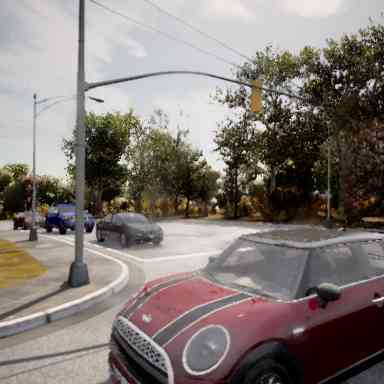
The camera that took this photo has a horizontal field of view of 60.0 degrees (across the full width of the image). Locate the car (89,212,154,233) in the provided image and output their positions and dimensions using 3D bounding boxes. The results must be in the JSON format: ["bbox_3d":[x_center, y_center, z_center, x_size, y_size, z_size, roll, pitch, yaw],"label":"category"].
[{"bbox_3d":[-3.202,1.787,16.450,1.837,1.490,4.892,1,-2,-37],"label":"car"}]

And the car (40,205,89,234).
[{"bbox_3d":[-9.101,1.940,24.432,2.150,2.045,5.566,1,-4,-38],"label":"car"}]

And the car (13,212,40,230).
[{"bbox_3d":[-15.636,2.689,32.188,2.097,1.767,4.553,1,-4,-43],"label":"car"}]

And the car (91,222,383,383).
[{"bbox_3d":[1.246,1.357,4.530,4.553,1.767,2.097,1,0,-34],"label":"car"}]
